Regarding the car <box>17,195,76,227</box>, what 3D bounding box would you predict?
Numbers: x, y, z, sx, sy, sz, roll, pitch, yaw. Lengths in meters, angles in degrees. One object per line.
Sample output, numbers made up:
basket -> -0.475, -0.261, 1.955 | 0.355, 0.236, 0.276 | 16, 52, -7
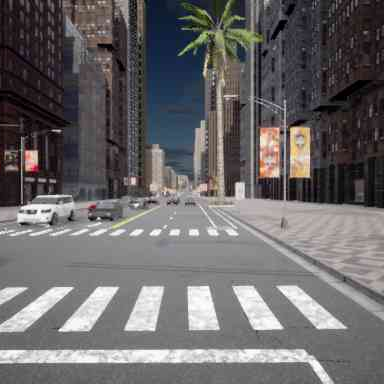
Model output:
car -> -9.978, 1.227, 23.387 | 2.150, 2.045, 5.566 | 0, 0, 0

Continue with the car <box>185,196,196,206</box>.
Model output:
car -> -0.308, 1.586, 56.112 | 2.033, 1.411, 5.357 | 0, 0, 0

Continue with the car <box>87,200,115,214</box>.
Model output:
car -> -10.051, 1.612, 37.253 | 1.895, 1.301, 4.718 | 0, 0, 0

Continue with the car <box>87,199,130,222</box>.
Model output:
car -> -6.742, 1.553, 26.728 | 2.033, 1.411, 5.357 | 0, 0, 0

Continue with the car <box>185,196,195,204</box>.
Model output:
car -> -0.365, 1.539, 66.534 | 1.882, 1.535, 5.008 | 0, 0, 0

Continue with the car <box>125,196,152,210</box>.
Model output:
car -> -6.830, 1.510, 43.185 | 2.128, 1.511, 4.902 | 0, 0, 0

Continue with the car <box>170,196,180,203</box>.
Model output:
car -> -3.532, 1.594, 69.852 | 1.812, 1.442, 4.674 | 0, 0, 0

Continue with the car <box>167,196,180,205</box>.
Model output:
car -> -3.481, 1.647, 59.744 | 1.895, 1.301, 4.718 | 0, 0, -1

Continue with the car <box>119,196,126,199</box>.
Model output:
car -> -10.104, 1.381, 51.259 | 2.097, 1.767, 4.553 | 0, 0, 0

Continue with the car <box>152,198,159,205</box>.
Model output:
car -> -6.841, 1.644, 58.152 | 1.895, 1.301, 4.718 | 0, 0, 0
